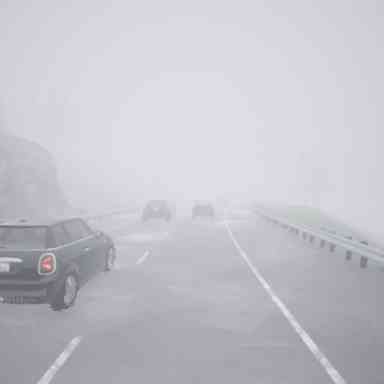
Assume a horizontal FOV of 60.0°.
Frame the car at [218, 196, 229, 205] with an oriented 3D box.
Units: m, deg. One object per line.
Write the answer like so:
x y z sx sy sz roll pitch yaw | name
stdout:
5.343 1.506 59.026 2.163 1.488 4.792 0 0 11 | car

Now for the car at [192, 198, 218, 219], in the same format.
1.088 1.489 29.198 1.882 1.535 5.008 0 0 5 | car

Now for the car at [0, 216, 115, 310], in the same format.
-3.338 1.350 7.992 2.097 1.767 4.553 0 0 1 | car

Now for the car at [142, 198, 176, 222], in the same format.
-2.490 1.344 26.493 2.097 1.767 4.553 0 0 4 | car
